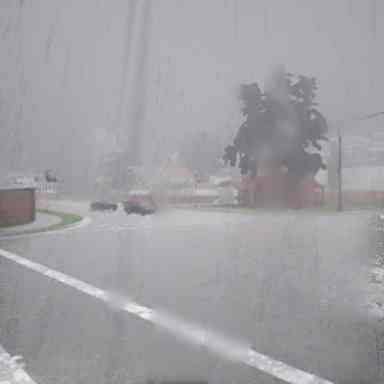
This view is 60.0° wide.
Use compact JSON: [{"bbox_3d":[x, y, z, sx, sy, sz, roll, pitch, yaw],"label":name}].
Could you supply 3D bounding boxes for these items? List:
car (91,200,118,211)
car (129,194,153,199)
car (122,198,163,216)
[{"bbox_3d":[-10.913,1.690,41.384,1.895,1.301,4.718,0,0,-37],"label":"car"},{"bbox_3d":[-6.797,1.315,42.063,2.150,2.045,5.566,0,0,-37],"label":"car"},{"bbox_3d":[-5.066,1.637,33.616,2.033,1.411,5.357,0,0,-37],"label":"car"}]
